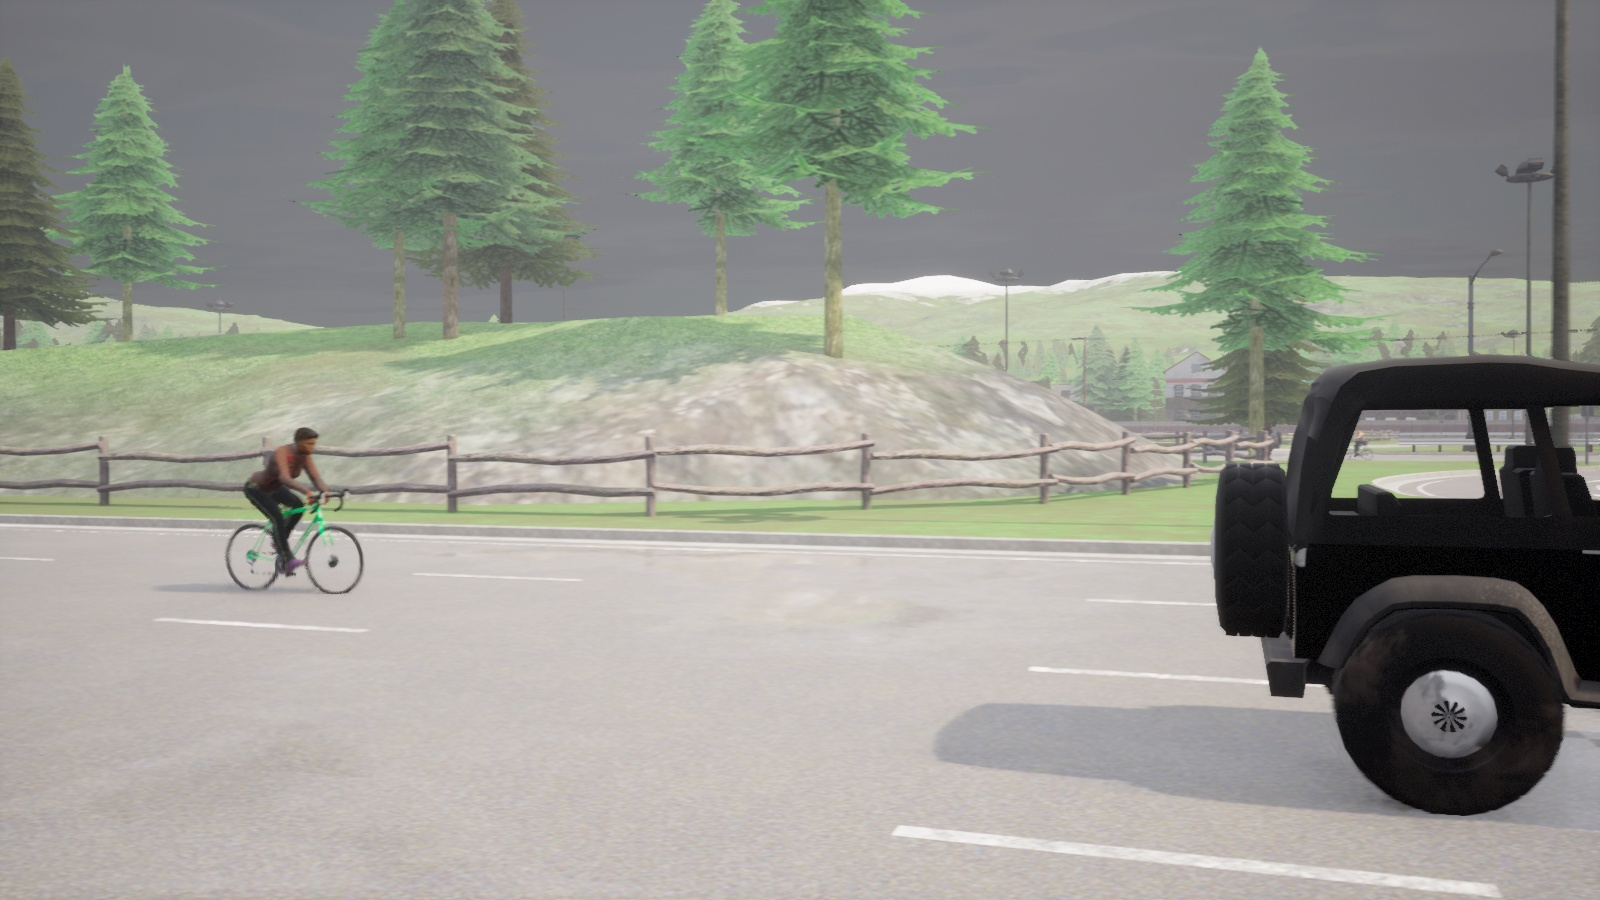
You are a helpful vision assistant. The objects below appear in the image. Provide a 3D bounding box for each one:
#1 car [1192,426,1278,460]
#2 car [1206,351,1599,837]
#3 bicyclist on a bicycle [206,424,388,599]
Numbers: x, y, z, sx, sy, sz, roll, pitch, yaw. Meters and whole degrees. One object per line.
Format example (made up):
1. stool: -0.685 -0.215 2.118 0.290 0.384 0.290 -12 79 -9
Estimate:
1. car: 24.901 -0.416 71.943 4.605 1.855 1.932 0 1 18
2. car: 3.857 0.548 5.585 3.866 1.878 1.905 1 1 19
3. bicyclist on a bicycle: -4.894 0.565 12.224 1.656 1.620 0.582 1 1 19
